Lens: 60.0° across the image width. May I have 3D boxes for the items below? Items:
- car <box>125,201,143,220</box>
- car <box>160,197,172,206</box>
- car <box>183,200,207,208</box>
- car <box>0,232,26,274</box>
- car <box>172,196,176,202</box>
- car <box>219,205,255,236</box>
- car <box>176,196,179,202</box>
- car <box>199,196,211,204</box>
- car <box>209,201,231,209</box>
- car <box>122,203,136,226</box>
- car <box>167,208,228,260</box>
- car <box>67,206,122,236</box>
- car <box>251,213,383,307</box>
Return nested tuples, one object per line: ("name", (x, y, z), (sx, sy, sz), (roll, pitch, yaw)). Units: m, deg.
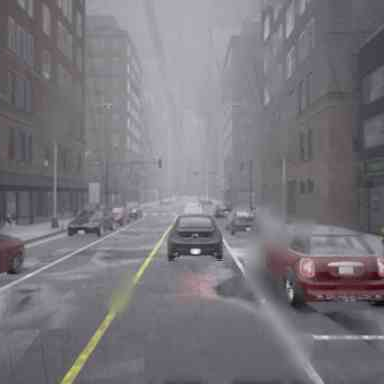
("car", (-5.626, 1.628, 30.137), (1.967, 1.590, 4.097), (0, 0, 0))
("car", (-5.536, 2.038, 67.238), (1.802, 1.307, 4.206), (0, 0, 0))
("car", (0.141, 1.712, 29.713), (1.812, 1.442, 4.674), (0, 0, 0))
("car", (-5.658, 1.632, 8.131), (1.802, 1.307, 4.206), (0, 0, 0))
("car", (-5.500, 2.095, 78.054), (2.008, 1.369, 4.403), (0, 0, 0))
("car", (2.884, 1.670, 19.121), (2.008, 1.369, 4.403), (0, 0, 0))
("car", (-5.448, 2.215, 94.110), (1.752, 1.417, 4.829), (0, -1, 0))
("car", (2.989, 1.897, 67.213), (1.967, 1.590, 4.097), (0, 0, 0))
("car", (2.900, 1.755, 30.123), (1.947, 1.339, 4.313), (0, 0, 0))
("car", (-5.634, 1.735, 24.634), (1.802, 1.307, 4.206), (0, 0, 0))
("car", (0.116, 1.584, 12.680), (1.837, 1.490, 4.892), (0, 0, 0))
("car", (-5.642, 1.684, 19.133), (1.947, 1.339, 4.313), (0, 0, 0))
("car", (2.867, 1.491, 8.119), (1.967, 1.590, 4.097), (0, 0, 0))
